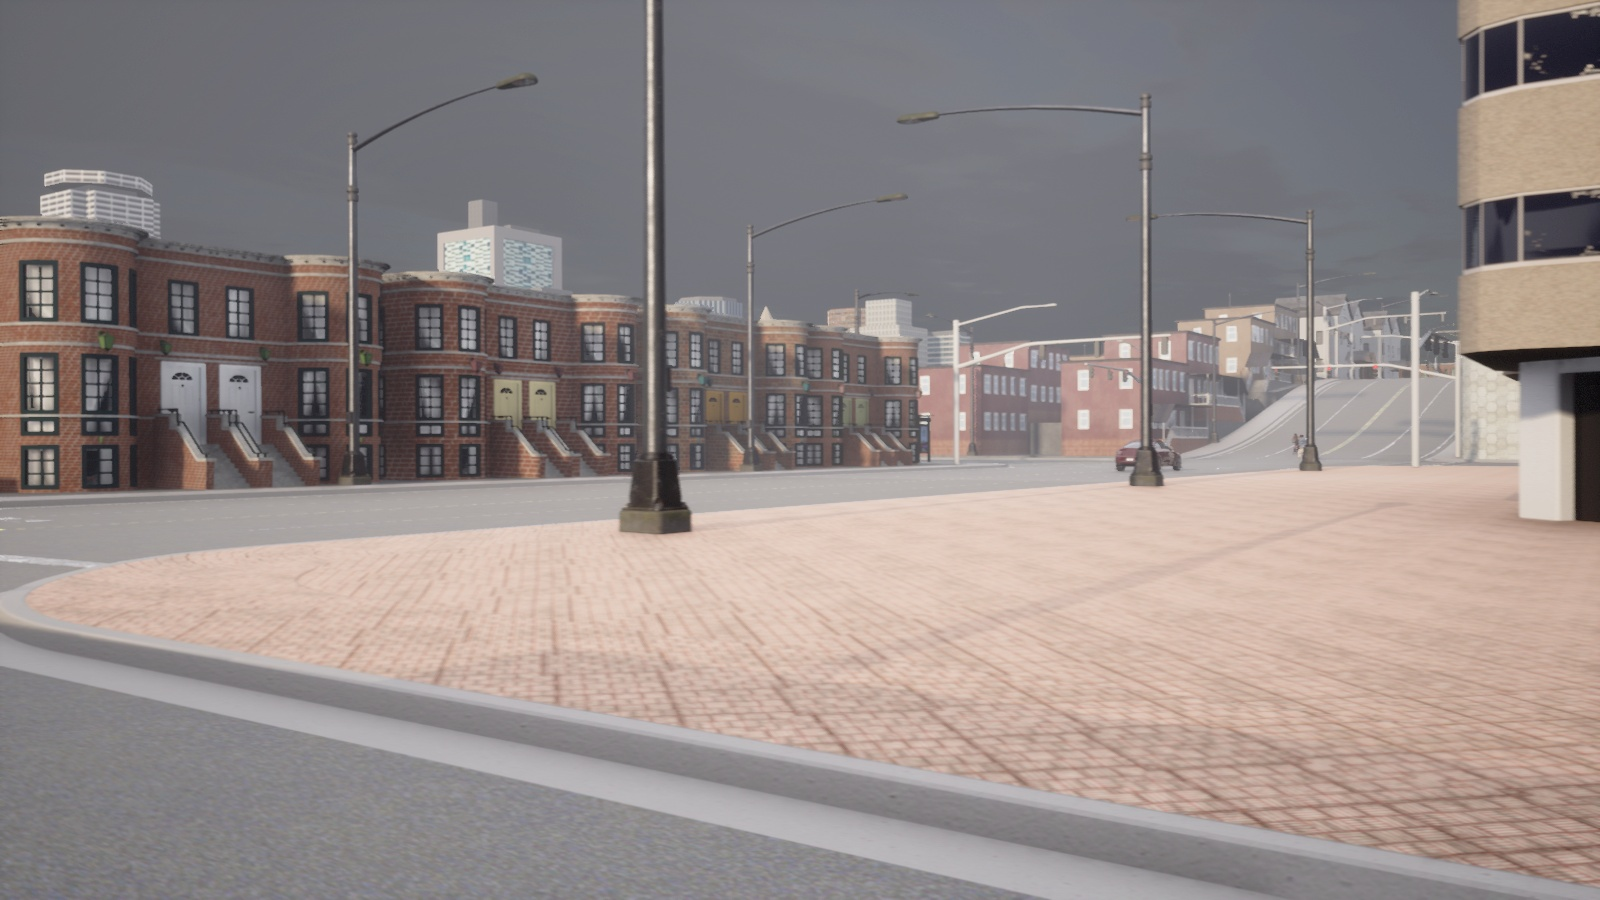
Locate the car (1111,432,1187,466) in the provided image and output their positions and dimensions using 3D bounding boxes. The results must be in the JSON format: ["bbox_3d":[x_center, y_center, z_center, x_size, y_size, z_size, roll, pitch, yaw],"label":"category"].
[{"bbox_3d":[15.804,-0.050,56.752,1.812,1.442,4.674,-1,0,35],"label":"car"}]
